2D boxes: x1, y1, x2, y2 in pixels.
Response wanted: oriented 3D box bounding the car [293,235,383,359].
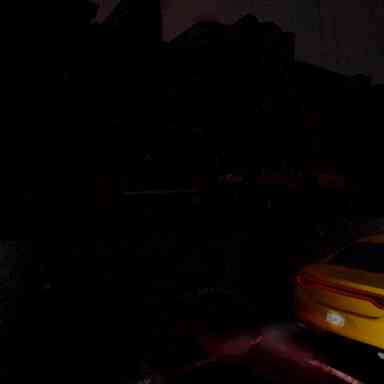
[{"bbox_3d":[3.849,1.471,5.682,5.008,1.535,1.882,0,0,-35],"label":"car"}]
